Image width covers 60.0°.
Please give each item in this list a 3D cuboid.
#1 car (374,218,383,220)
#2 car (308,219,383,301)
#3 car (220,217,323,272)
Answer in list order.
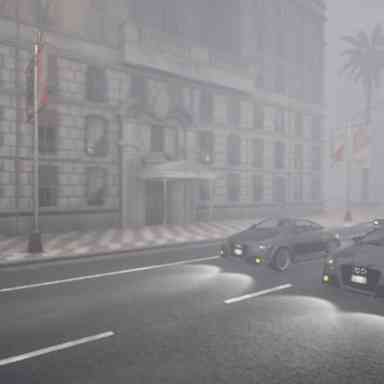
[{"bbox_3d":[10.984,1.551,16.660,4.718,1.301,1.895,0,0,-36],"label":"car"},{"bbox_3d":[4.883,1.538,7.746,4.181,1.385,1.994,0,0,-37],"label":"car"},{"bbox_3d":[2.911,1.513,10.643,4.181,1.385,1.994,0,0,-37],"label":"car"}]
